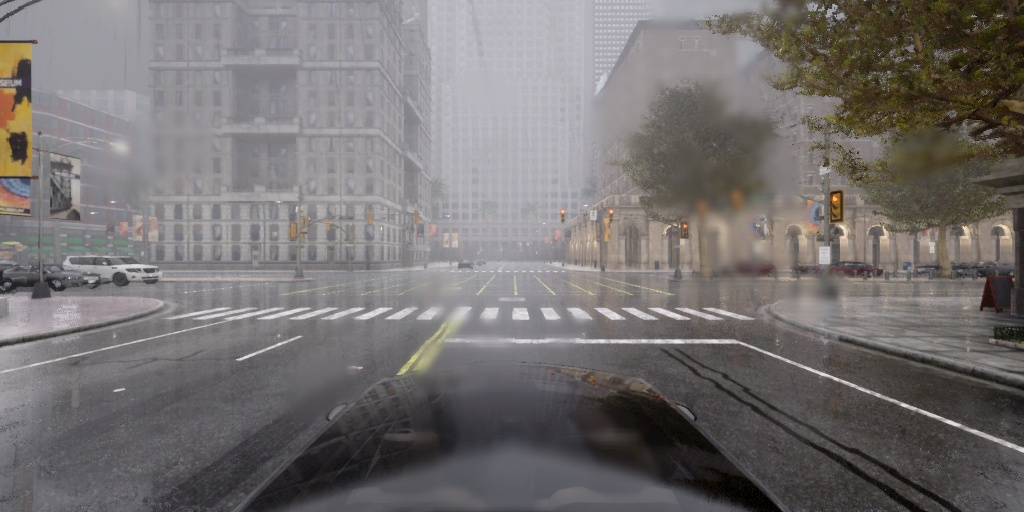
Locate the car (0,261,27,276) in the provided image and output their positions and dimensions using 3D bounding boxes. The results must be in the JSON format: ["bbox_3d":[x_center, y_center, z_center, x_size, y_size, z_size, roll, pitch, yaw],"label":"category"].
[{"bbox_3d":[-52.547,1.255,36.911,4.892,1.490,1.837,0,0,20],"label":"car"}]

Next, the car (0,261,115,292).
[{"bbox_3d":[-27.066,1.242,21.030,4.902,1.511,2.128,0,0,0],"label":"car"}]

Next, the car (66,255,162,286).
[{"bbox_3d":[-27.387,0.971,24.547,5.566,2.045,2.150,0,0,2],"label":"car"}]

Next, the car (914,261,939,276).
[{"bbox_3d":[43.267,1.241,35.866,4.902,1.511,2.128,0,0,0],"label":"car"}]

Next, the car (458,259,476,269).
[{"bbox_3d":[-7.131,1.228,55.171,1.882,1.535,5.008,0,0,0],"label":"car"}]

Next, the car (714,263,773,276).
[{"bbox_3d":[23.146,1.351,35.977,4.718,1.301,1.895,0,0,0],"label":"car"}]

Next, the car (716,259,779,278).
[{"bbox_3d":[21.385,1.102,32.485,4.553,1.767,2.097,0,0,0],"label":"car"}]

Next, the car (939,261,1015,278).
[{"bbox_3d":[42.552,1.240,32.371,4.902,1.511,2.128,0,0,0],"label":"car"}]

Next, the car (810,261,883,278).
[{"bbox_3d":[30.373,1.351,32.441,4.718,1.301,1.895,0,0,0],"label":"car"}]
